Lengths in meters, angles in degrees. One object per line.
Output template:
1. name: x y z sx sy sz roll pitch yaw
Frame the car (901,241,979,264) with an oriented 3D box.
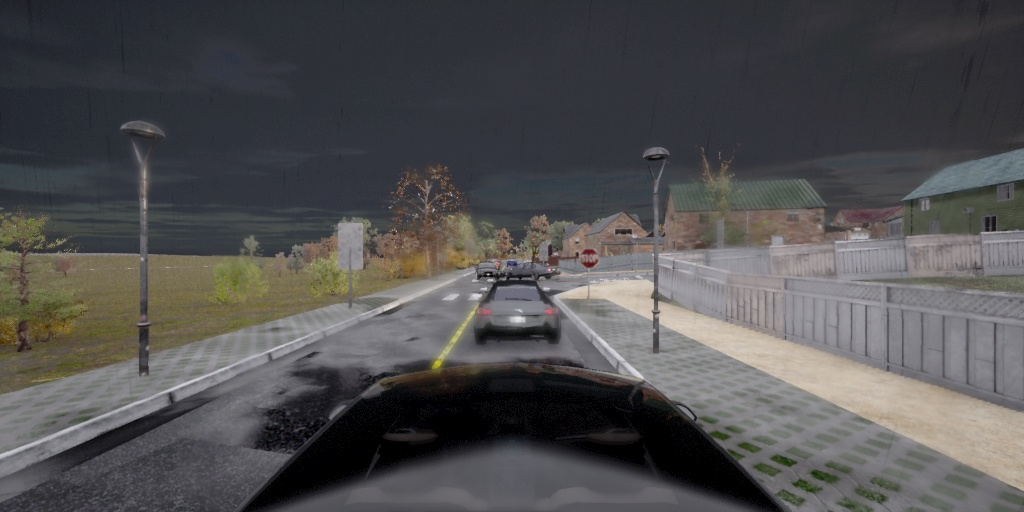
1. car: 23.888 -0.208 20.514 4.902 1.511 2.128 -3 0 14

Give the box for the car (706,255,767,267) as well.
1. car: 14.387 0.413 22.935 4.181 1.385 1.994 -3 0 16

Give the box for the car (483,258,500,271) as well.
1. car: -2.847 1.121 51.288 2.097 1.767 4.553 0 0 1

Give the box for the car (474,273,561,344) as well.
1. car: 0.102 1.313 9.545 1.994 1.385 4.181 0 0 -1

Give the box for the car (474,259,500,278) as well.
1. car: -2.251 1.258 31.470 1.837 1.490 4.892 0 0 -8

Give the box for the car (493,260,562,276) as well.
1. car: 1.337 1.198 28.559 5.357 1.411 2.033 -4 -3 43
